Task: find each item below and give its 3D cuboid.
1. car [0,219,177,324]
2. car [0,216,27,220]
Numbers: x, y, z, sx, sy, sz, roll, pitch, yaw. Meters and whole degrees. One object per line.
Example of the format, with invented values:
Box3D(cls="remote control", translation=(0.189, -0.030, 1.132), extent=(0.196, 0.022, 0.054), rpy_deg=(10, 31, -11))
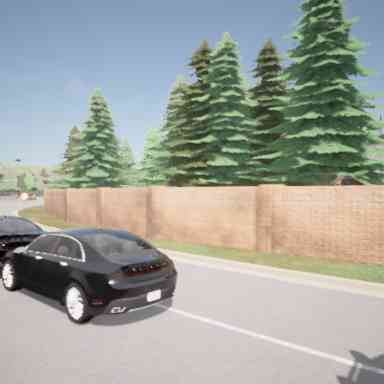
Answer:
Box3D(cls="car", translation=(-2.486, 1.536, 7.320), extent=(4.892, 1.490, 1.837), rpy_deg=(0, 0, 41))
Box3D(cls="car", translation=(-6.321, 1.504, 10.847), extent=(5.008, 1.535, 1.882), rpy_deg=(0, 0, 44))
